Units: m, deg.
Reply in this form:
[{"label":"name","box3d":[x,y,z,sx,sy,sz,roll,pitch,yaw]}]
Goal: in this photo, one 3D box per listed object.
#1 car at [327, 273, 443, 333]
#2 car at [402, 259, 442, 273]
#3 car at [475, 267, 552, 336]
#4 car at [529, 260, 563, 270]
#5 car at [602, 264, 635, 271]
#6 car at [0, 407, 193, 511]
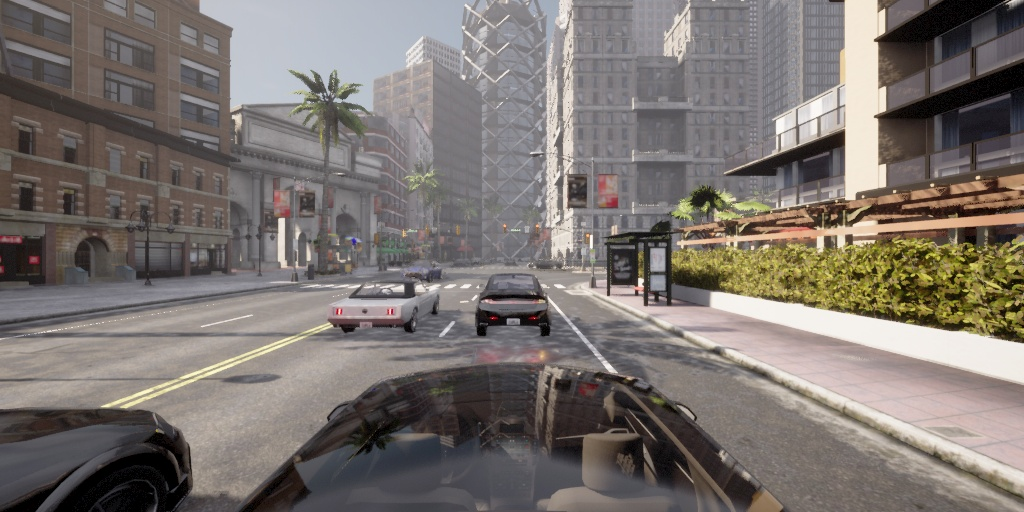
[{"label":"car","box3d":[-3.457,1.351,10.750,1.895,1.301,4.718,0,0,0]},{"label":"car","box3d":[-6.924,1.102,27.883,2.097,1.767,4.553,0,0,4]},{"label":"car","box3d":[0.041,1.242,10.370,2.128,1.511,4.902,0,0,0]},{"label":"car","box3d":[4.792,1.255,50.967,4.892,1.490,1.837,0,1,14]},{"label":"car","box3d":[13.913,1.314,46.503,4.181,1.385,1.994,0,0,0]},{"label":"car","box3d":[-3.392,1.314,0.930,1.994,1.385,4.181,0,0,0]}]
